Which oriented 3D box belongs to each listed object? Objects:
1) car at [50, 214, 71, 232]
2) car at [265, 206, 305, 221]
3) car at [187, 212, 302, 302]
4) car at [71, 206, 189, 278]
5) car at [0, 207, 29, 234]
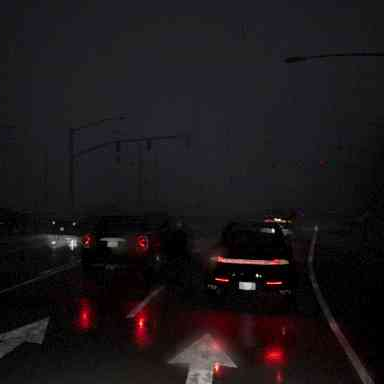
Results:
[{"bbox_3d":[-5.810,1.547,19.817,2.033,1.411,5.357,0,0,21],"label":"car"},{"bbox_3d":[4.647,1.505,17.268,1.837,1.490,4.892,0,0,21],"label":"car"},{"bbox_3d":[1.564,1.492,8.392,2.128,1.511,4.902,0,0,13],"label":"car"},{"bbox_3d":[-1.437,1.352,10.488,2.097,1.767,4.553,0,0,16],"label":"car"},{"bbox_3d":[-10.672,1.477,16.796,1.882,1.535,5.008,0,0,20],"label":"car"}]
